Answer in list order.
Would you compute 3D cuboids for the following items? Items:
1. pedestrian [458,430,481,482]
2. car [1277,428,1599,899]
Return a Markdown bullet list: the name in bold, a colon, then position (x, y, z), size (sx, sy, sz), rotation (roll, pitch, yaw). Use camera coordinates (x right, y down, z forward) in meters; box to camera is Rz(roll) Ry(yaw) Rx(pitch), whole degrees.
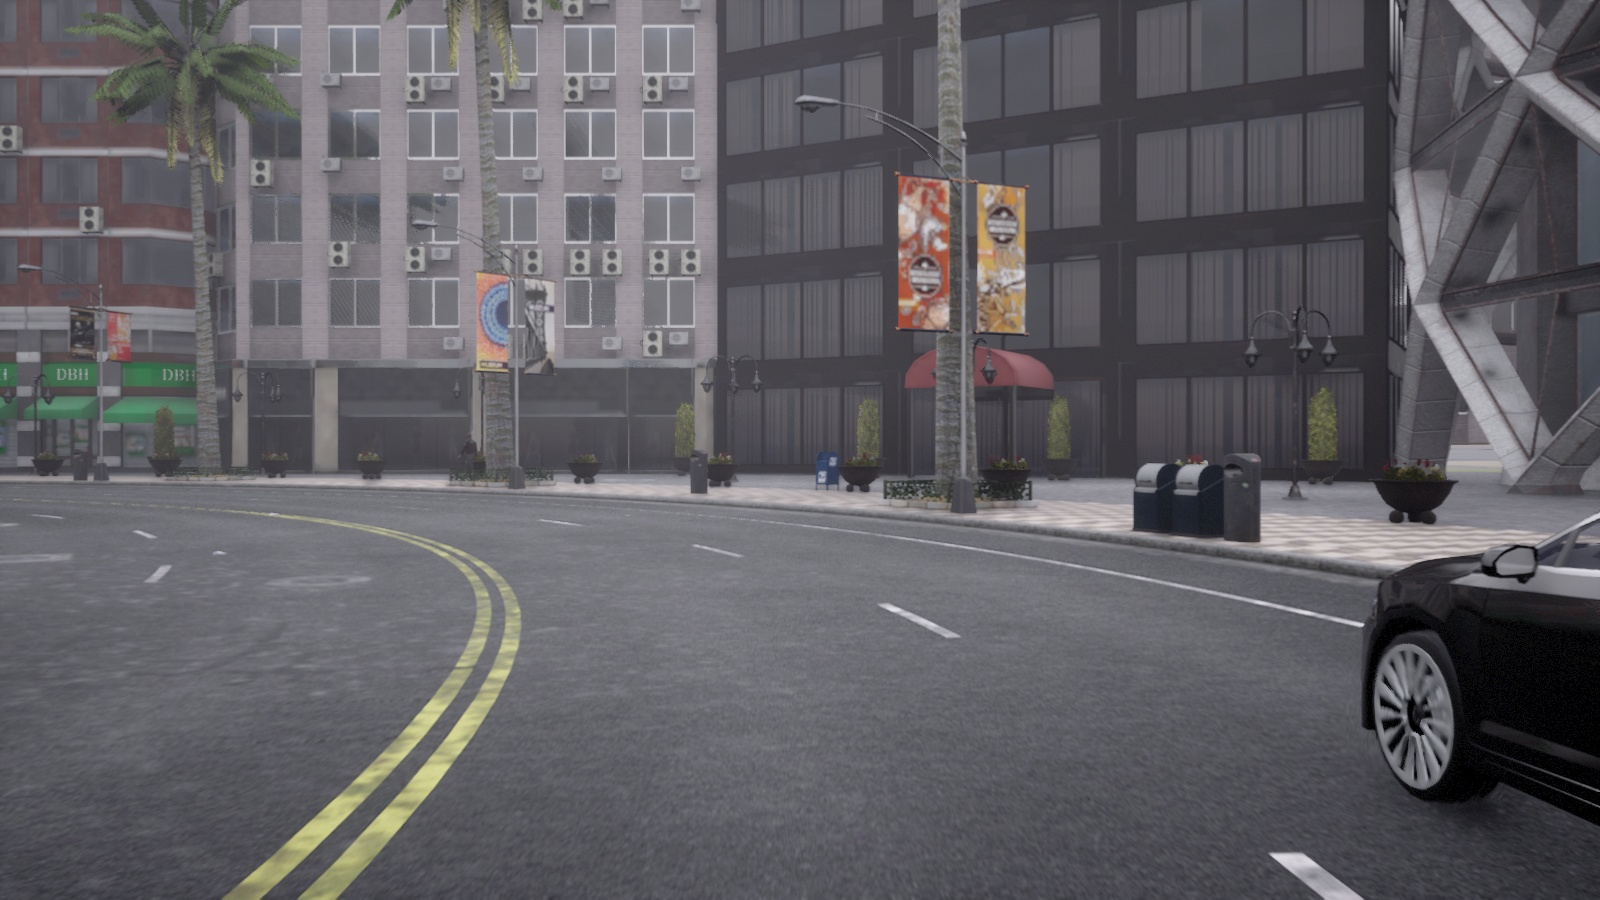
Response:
- **pedestrian**: position (-11.931, 0.215, 45.324), size (0.720, 1.854, 0.376), rotation (0, 0, 25)
- **car**: position (3.483, 0.691, 3.811), size (2.128, 1.511, 4.902), rotation (0, 0, -1)
